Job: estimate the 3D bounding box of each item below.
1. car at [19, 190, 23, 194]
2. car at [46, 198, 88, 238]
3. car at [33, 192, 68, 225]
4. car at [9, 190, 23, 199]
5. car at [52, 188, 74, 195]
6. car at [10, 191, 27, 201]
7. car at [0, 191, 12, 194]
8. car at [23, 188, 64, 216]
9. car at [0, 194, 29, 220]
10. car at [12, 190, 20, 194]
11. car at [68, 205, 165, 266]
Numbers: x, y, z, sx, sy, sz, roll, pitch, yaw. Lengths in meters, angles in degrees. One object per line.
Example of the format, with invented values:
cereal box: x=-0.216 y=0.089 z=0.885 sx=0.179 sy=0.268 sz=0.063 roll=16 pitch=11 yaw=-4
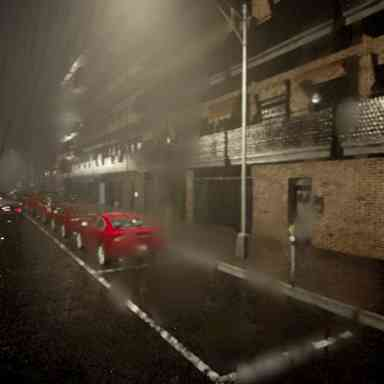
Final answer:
car: x=-14.060 y=0.802 z=29.943 sx=1.967 sy=1.590 sz=4.097 roll=-1 pitch=1 yaw=-31
car: x=-5.342 y=1.215 z=15.482 sx=1.887 sy=1.381 sz=4.507 roll=-1 pitch=1 yaw=-31
car: x=-8.247 y=1.008 z=20.300 sx=1.967 sy=1.590 sz=4.097 roll=-1 pitch=1 yaw=-31
car: x=-28.679 y=0.381 z=54.198 sx=1.752 sy=1.417 sz=4.829 roll=-1 pitch=1 yaw=-31
car: x=-32.308 y=-0.121 z=83.322 sx=5.009 sy=1.841 sz=2.192 roll=1 pitch=0 yaw=-31
car: x=-25.684 y=0.523 z=49.231 sx=1.947 sy=1.339 sz=4.313 roll=-1 pitch=1 yaw=-31
car: x=-22.259 y=0.652 z=38.491 sx=1.882 sy=1.535 sz=5.008 roll=-1 pitch=1 yaw=-31
car: x=-11.154 y=0.780 z=25.119 sx=2.192 sy=1.841 sz=5.009 roll=-1 pitch=1 yaw=-31
car: x=-12.234 y=1.075 z=21.866 sx=2.033 sy=1.411 sz=5.357 roll=-1 pitch=1 yaw=-31
car: x=-22.778 y=0.497 z=44.407 sx=1.967 sy=1.590 sz=4.097 roll=-1 pitch=1 yaw=-31
car: x=-2.436 y=1.319 z=10.661 sx=1.887 sy=1.381 sz=4.507 roll=-1 pitch=1 yaw=-31
